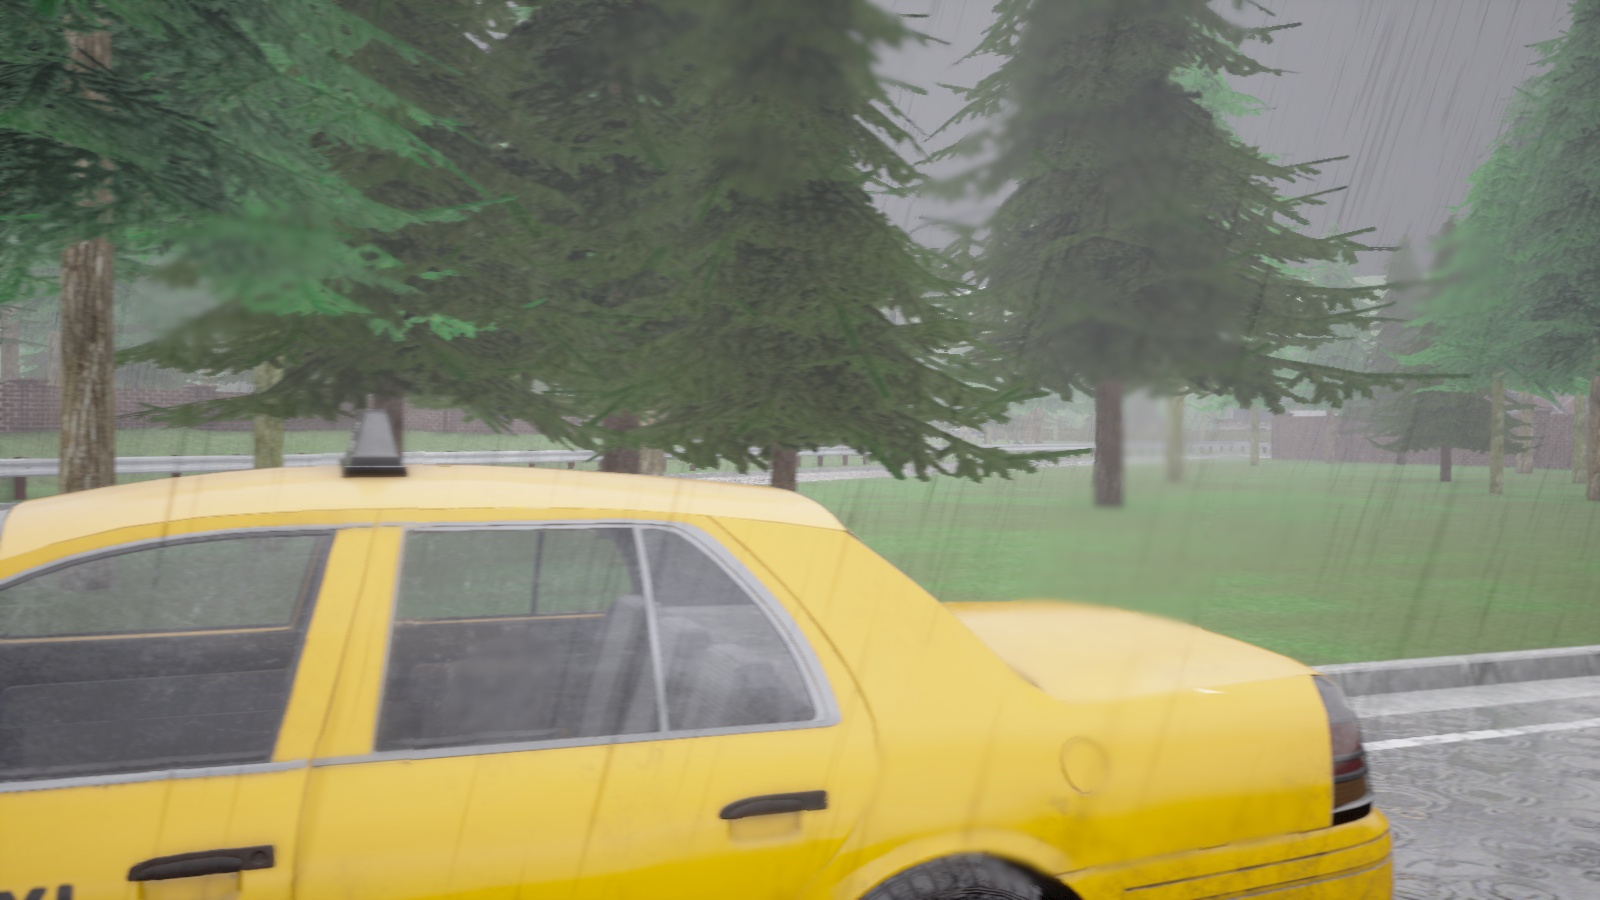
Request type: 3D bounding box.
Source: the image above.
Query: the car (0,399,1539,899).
[{"bbox_3d":[-1.103,0.703,2.819,5.366,1.575,1.801,-1,1,-21],"label":"car"}]
